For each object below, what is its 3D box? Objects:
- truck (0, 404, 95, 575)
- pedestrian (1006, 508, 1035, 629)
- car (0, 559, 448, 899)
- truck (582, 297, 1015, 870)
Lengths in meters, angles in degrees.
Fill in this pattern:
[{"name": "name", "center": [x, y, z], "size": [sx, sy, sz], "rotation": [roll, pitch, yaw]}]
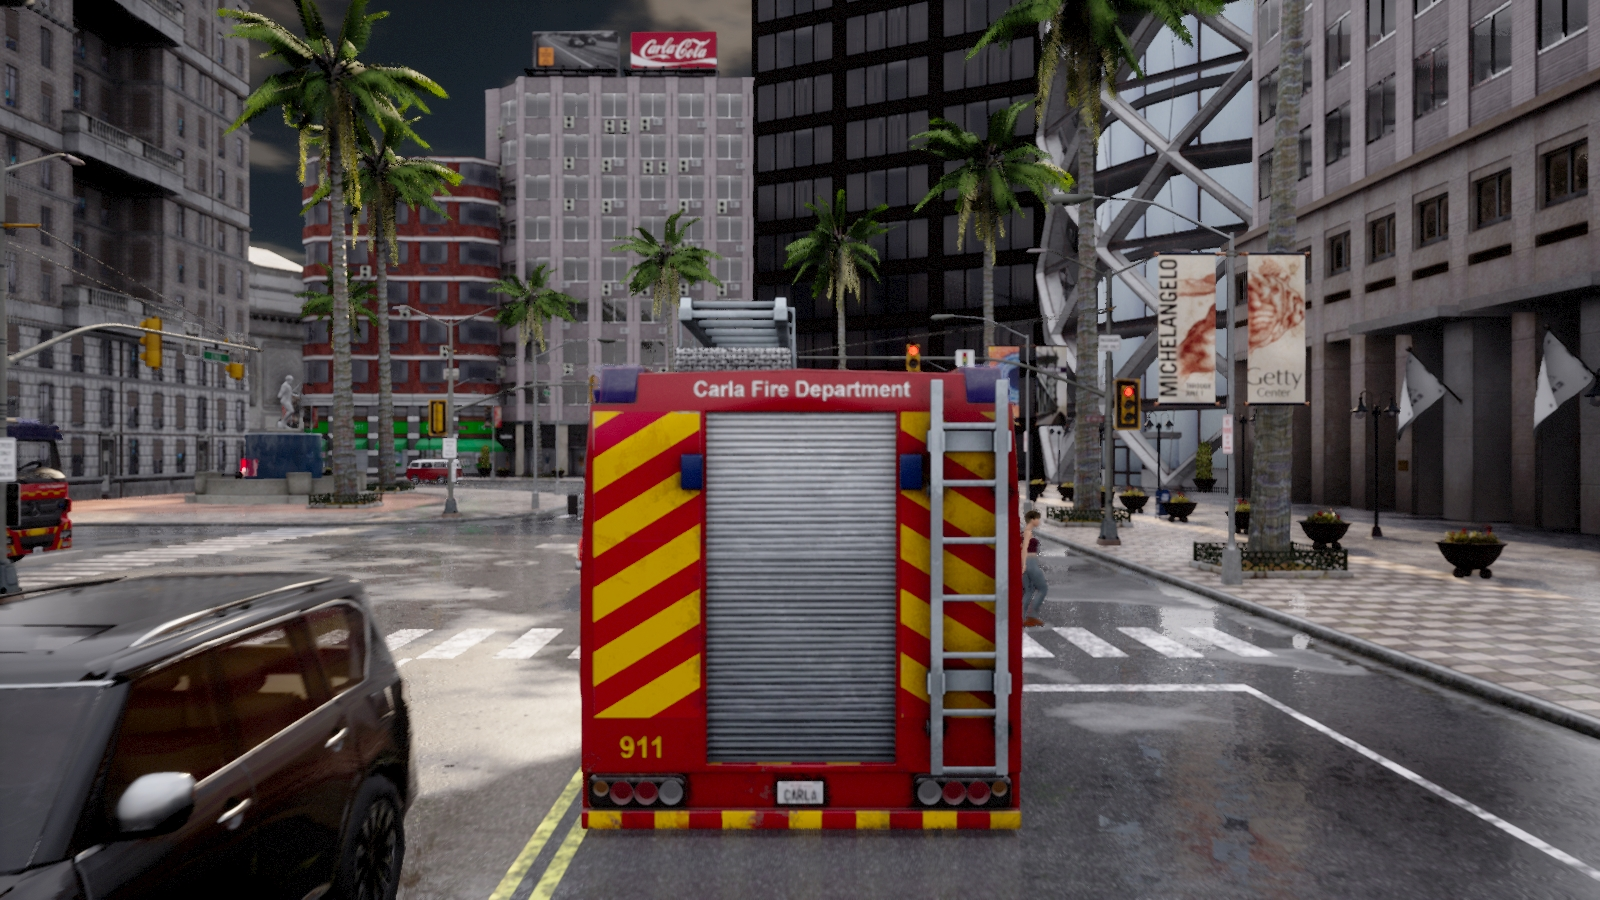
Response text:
[{"name": "truck", "center": [-21.790, 0.880, 27.024], "size": [8.468, 3.827, 2.891], "rotation": [0, 0, 1]}, {"name": "pedestrian", "center": [3.460, 1.842, 17.914], "size": [0.375, 1.860, 0.375], "rotation": [0, 0, -1]}, {"name": "car", "center": [-3.500, 1.777, 5.079], "size": [2.150, 2.045, 5.566], "rotation": [0, 0, 0]}, {"name": "truck", "center": [-0.010, 0.886, 11.859], "size": [2.891, 3.827, 8.468], "rotation": [0, 0, 0]}]
